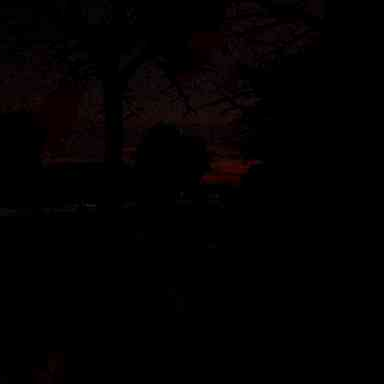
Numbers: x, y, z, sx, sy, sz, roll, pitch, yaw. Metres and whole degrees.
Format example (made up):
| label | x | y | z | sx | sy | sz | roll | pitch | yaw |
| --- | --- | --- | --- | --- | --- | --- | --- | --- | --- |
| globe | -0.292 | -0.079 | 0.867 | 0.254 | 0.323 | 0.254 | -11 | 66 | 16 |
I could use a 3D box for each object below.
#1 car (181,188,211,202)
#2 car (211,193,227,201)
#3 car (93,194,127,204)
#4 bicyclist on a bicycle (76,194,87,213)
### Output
| label | x | y | z | sx | sy | sz | roll | pitch | yaw |
| --- | --- | --- | --- | --- | --- | --- | --- | --- | --- |
| car | 0.328 | 0.481 | 51.528 | 2.150 | 2.045 | 5.566 | 2 | 1 | 28 |
| car | 4.903 | 0.860 | 60.905 | 2.033 | 1.411 | 5.357 | 2 | 0 | 23 |
| car | -9.847 | 0.761 | 40.383 | 1.812 | 1.442 | 4.674 | 2 | 2 | 32 |
| bicyclist on a bicycle | -9.693 | 0.995 | 29.172 | 1.656 | 1.620 | 0.582 | 0 | 1 | 36 |
